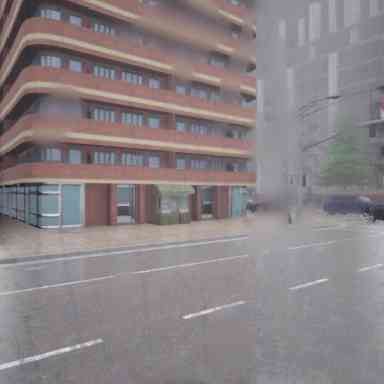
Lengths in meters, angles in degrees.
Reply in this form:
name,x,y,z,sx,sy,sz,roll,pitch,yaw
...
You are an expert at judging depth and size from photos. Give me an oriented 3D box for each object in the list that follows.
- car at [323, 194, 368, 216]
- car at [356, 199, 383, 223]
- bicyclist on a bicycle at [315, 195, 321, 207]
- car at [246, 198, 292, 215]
name,x,y,z,sx,sy,sz,roll,pitch,yaw
car,14.909,1.220,30.595,2.150,2.045,5.566,0,0,-36
car,14.100,1.493,22.922,2.128,1.511,4.902,0,0,-12
bicyclist on a bicycle,17.784,1.301,46.920,1.656,1.620,0.582,0,0,-36
car,8.050,1.564,34.018,1.994,1.385,4.181,0,0,-36
